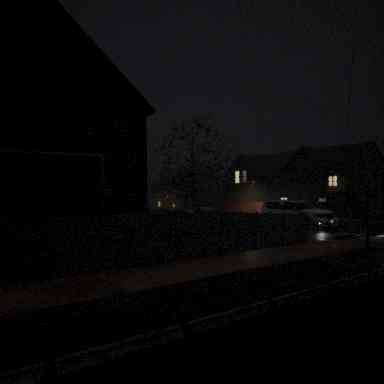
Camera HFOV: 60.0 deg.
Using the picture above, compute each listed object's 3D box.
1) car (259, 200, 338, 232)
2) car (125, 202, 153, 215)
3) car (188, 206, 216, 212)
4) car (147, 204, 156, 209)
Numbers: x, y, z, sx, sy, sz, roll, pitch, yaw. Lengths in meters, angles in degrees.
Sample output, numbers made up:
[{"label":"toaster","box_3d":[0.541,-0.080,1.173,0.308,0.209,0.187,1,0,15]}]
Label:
[{"label":"car","box_3d":[7.134,1.551,23.039,2.150,2.045,5.566,-1,-1,-36]},{"label":"car","box_3d":[-7.836,2.342,48.811,2.097,1.767,4.553,-1,-1,-35]},{"label":"car","box_3d":[1.253,2.094,31.209,1.812,1.442,4.674,-1,-1,-36]},{"label":"car","box_3d":[-5.735,2.357,40.950,1.837,1.490,4.892,-1,-1,-35]}]
